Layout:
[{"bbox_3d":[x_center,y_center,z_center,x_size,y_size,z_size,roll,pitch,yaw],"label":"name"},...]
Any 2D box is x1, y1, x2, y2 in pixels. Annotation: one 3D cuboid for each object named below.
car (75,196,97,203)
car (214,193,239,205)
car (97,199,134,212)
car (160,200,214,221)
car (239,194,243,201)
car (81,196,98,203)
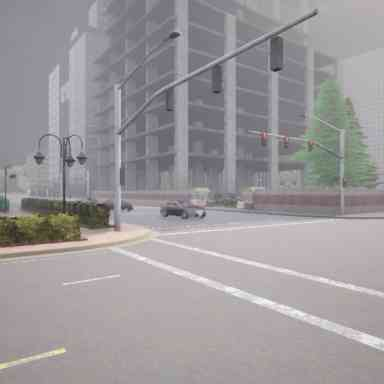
[{"bbox_3d":[-14.895,1.450,46.616,1.837,1.490,4.892,0,0,-36],"label":"car"},{"bbox_3d":[5.043,1.114,53.485,1.905,1.878,3.866,0,0,-36],"label":"car"},{"bbox_3d":[-8.598,1.492,37.923,2.033,1.411,5.357,0,0,-36],"label":"car"},{"bbox_3d":[-0.808,1.435,27.202,2.128,1.511,4.902,0,0,-36],"label":"car"},{"bbox_3d":[7.433,1.114,55.200,1.905,1.878,3.866,0,0,-36],"label":"car"},{"bbox_3d":[-20.621,1.545,66.726,1.895,1.301,4.718,0,0,-36],"label":"car"}]
